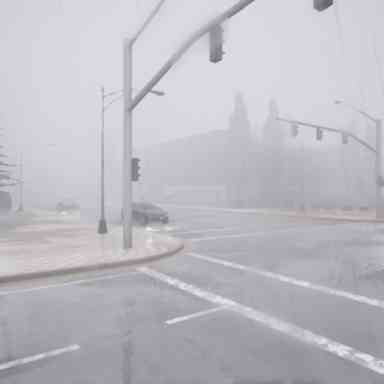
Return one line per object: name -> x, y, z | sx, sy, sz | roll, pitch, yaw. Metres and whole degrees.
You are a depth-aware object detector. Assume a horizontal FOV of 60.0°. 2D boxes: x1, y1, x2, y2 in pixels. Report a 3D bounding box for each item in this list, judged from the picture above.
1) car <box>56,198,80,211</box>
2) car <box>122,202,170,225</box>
car -> -15.188, 1.525, 40.431 | 1.812, 1.442, 4.674 | 0, 0, -36
car -> -3.420, 1.504, 23.940 | 1.837, 1.490, 4.892 | 0, 0, -36
